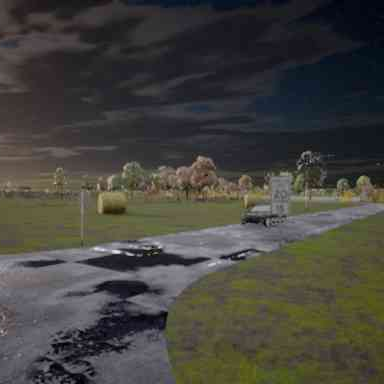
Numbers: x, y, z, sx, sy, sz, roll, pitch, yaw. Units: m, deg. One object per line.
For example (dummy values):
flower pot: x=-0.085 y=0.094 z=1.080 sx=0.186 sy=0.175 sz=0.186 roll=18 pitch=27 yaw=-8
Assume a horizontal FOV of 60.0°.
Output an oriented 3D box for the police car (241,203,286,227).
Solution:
police car: x=5.288 y=1.605 z=24.377 sx=1.930 sy=1.638 sz=5.238 roll=0 pitch=-1 yaw=35
